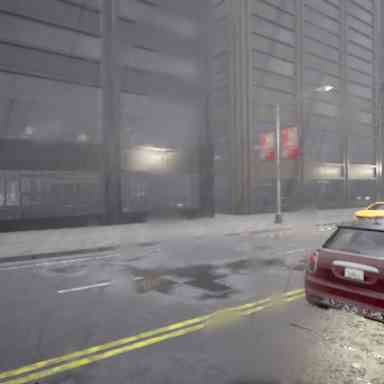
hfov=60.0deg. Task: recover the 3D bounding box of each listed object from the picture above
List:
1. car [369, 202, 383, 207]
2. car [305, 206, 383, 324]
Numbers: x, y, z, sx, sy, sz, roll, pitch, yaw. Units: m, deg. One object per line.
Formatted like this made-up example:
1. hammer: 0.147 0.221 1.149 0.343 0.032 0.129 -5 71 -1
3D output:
1. car: 11.757 1.329 20.042 5.008 1.535 1.882 0 0 -35
2. car: 4.300 1.302 6.508 4.553 1.767 2.097 0 0 -35
